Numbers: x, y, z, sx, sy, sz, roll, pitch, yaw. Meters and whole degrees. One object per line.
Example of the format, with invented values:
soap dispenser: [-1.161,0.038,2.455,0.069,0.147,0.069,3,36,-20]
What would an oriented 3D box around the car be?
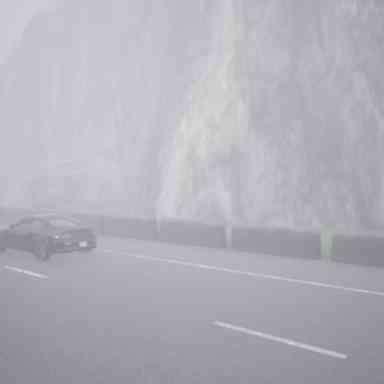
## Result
car: [-5.407,1.521,12.148,4.674,1.442,1.812,0,0,36]
